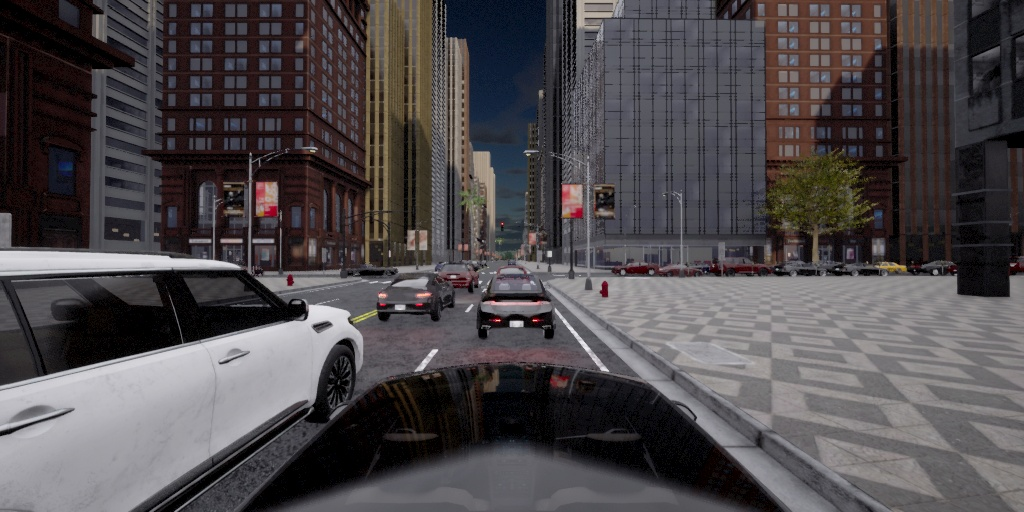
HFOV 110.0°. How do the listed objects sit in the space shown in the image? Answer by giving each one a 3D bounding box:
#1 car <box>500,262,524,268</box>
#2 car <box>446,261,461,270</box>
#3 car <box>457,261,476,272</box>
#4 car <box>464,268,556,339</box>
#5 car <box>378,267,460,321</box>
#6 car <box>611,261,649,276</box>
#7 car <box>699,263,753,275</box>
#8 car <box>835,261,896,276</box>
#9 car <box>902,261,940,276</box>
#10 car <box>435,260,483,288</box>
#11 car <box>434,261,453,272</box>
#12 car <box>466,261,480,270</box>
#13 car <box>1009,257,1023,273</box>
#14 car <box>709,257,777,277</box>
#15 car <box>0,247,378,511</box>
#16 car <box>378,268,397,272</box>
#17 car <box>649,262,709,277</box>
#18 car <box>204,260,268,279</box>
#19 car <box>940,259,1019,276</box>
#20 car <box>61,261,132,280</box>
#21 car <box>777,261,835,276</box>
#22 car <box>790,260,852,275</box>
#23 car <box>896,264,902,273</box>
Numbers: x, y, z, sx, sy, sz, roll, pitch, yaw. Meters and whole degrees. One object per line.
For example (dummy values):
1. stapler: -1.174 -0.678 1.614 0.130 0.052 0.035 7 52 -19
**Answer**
1. car: -0.008 1.260 19.603 1.882 1.535 5.008 0 0 0
2. car: -9.853 1.558 60.873 1.812 1.442 4.674 0 0 0
3. car: -6.619 1.463 52.227 2.128 1.511 4.902 0 0 0
4. car: 0.095 1.248 10.103 2.128 1.511 4.902 0 0 0
5. car: -3.155 1.288 12.414 1.812 1.442 4.674 0 0 0
6. car: 13.251 1.299 38.719 5.008 1.535 1.882 0 -1 -2
7. car: 23.168 1.389 38.864 4.718 1.301 1.895 0 -1 -1
8. car: 32.215 1.260 33.236 4.313 1.339 1.948 0 0 -1
9. car: 42.839 1.207 36.031 4.892 1.490 1.837 0 -1 -1
10. car: -3.158 1.142 21.394 2.097 1.767 4.553 0 0 0
11. car: -9.859 1.495 51.950 1.812 1.442 4.674 0 0 0
12. car: -6.602 1.561 61.326 1.812 1.442 4.674 0 0 0
13. car: 49.129 0.974 33.506 5.009 1.841 2.192 0 0 -1
14. car: 20.941 1.041 33.056 5.009 1.841 2.192 0 0 -1
15. car: -3.155 0.972 2.635 2.150 2.045 5.566 0 0 0
16. car: -13.789 1.483 35.482 4.718 1.301 1.895 -1 0 -8
17. car: 15.302 1.328 32.966 4.207 1.307 1.802 0 0 -1
18. car: -26.836 1.298 34.983 4.553 1.767 2.097 0 -1 0
19. car: 43.491 1.214 33.416 4.507 1.381 1.888 0 0 -1
20. car: -40.464 1.360 34.996 4.553 1.767 2.097 0 -1 0
21. car: 26.578 1.276 33.146 4.313 1.339 1.948 0 0 -1
22. car: 33.578 1.251 39.023 4.902 1.511 2.128 0 -1 -1
23. car: 43.191 1.296 41.936 4.829 1.417 1.751 0 0 -1
